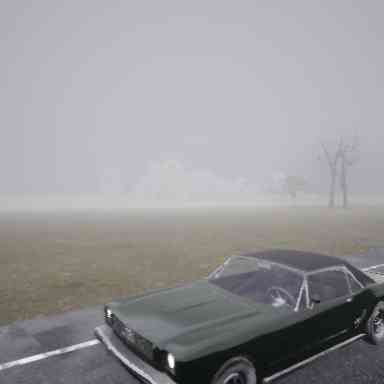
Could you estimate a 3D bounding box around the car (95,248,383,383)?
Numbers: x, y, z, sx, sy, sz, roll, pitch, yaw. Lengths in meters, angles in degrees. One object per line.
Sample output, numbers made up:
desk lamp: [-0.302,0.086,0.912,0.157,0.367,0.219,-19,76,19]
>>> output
car: [1.134,1.600,4.810,4.718,1.301,1.895,0,0,-36]
